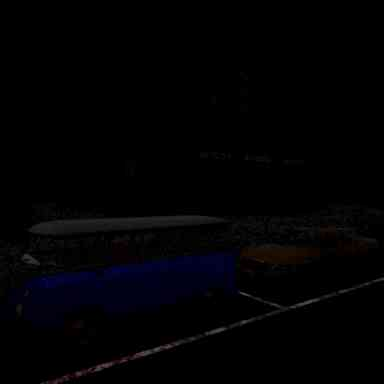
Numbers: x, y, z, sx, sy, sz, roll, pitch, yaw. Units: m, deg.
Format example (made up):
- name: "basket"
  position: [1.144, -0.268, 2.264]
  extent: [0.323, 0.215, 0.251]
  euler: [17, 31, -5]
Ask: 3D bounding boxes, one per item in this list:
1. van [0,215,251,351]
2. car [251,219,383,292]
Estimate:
- name: "van"
  position: [-1.042, 1.341, 5.903]
  extent: [3.998, 1.788, 1.690]
  euler: [0, 0, -35]
- name: "car"
  position: [3.253, 1.526, 8.953]
  extent: [4.829, 1.417, 1.752]
  euler: [0, 0, -35]
